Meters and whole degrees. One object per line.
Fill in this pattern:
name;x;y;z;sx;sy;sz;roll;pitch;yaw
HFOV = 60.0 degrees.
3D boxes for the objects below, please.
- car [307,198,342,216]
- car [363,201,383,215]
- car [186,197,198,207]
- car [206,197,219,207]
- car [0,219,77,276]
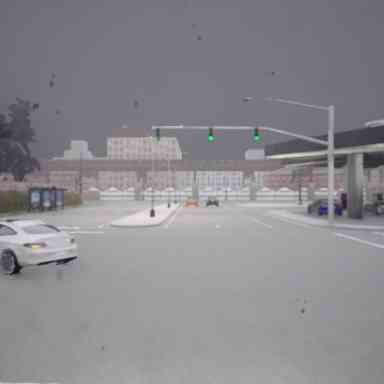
car;13.211;1.458;33.350;2.242;1.667;4.611;0;0;0
car;18.956;1.623;34.112;1.970;1.475;3.806;0;0;0
car;0.001;1.634;57.995;2.097;1.767;4.553;0;0;0
car;3.501;1.634;57.995;2.097;1.767;4.553;0;0;0
car;-5.619;1.577;10.510;4.674;1.442;1.812;0;-1;32
